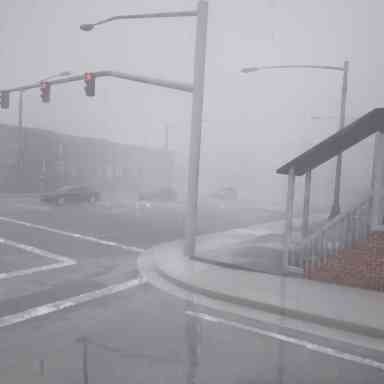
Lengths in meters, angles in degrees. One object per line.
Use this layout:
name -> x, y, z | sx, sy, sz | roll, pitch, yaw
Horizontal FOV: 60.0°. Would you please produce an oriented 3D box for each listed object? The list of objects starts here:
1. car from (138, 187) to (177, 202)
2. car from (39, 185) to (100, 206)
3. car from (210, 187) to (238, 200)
car -> -3.504, 0.226, 34.870 | 1.837, 1.490, 4.892 | 5, 3, 36
car -> -9.580, 0.224, 26.419 | 1.837, 1.490, 4.892 | 5, 3, 35
car -> 4.469, 0.079, 45.881 | 2.097, 1.767, 4.553 | 5, 3, 36
